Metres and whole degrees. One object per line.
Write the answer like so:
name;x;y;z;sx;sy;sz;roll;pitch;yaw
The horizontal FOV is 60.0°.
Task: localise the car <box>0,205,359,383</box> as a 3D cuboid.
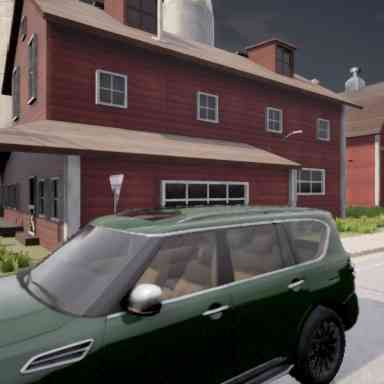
car;-0.324;1.220;3.753;5.566;2.045;2.150;0;0;-37
